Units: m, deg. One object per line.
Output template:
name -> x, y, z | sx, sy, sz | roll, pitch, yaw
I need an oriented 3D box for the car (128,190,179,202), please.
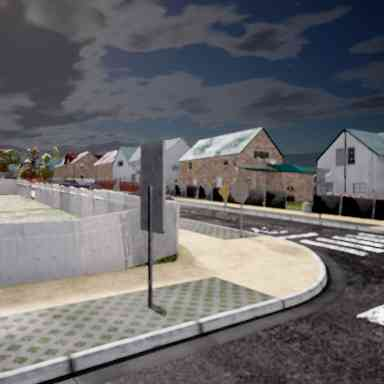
car -> -2.947, 0.549, 24.177 | 2.033, 1.411, 5.357 | 0, 3, -35

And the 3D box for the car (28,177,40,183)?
car -> -38.990, -2.897, 81.980 | 2.097, 1.767, 4.553 | -3, 4, -35

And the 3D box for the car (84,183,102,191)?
car -> -13.713, -0.518, 44.526 | 2.033, 1.411, 5.357 | 0, 2, -35

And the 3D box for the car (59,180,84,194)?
car -> -15.789, -0.459, 42.522 | 1.895, 1.301, 4.718 | 0, 2, -35

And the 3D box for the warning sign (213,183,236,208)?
warning sign -> 2.517, 0.240, 25.665 | 1.300, 1.860, 1.060 | -3, 2, -35

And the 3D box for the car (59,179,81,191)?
car -> -19.270, -1.168, 52.340 | 2.097, 1.767, 4.553 | 0, 2, -35
